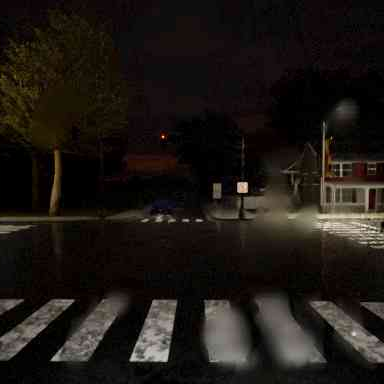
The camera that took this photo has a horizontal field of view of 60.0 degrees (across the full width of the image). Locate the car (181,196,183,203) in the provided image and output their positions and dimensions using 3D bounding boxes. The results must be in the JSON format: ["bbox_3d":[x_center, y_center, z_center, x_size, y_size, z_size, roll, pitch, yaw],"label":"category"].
[{"bbox_3d":[-2.777,1.450,67.408,2.033,1.411,5.357,0,0,0],"label":"car"}]

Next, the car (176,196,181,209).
[{"bbox_3d":[-2.939,1.451,45.402,1.837,1.490,4.892,0,1,0],"label":"car"}]

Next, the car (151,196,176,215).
[{"bbox_3d":[-2.982,1.444,33.834,1.882,1.535,5.008,0,0,0],"label":"car"}]

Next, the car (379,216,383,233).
[{"bbox_3d":[10.575,1.415,13.918,4.902,1.511,2.128,0,1,4],"label":"car"}]
